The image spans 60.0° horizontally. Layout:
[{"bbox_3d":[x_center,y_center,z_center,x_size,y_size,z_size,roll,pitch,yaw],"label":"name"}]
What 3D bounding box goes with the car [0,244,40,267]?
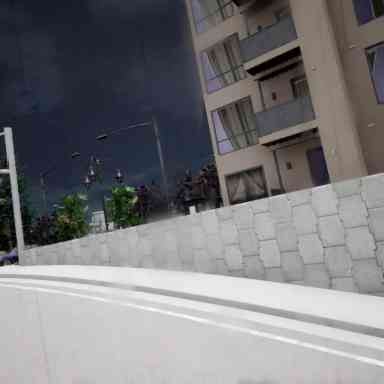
[{"bbox_3d":[-15.511,5.655,29.606,2.097,1.767,4.553,-15,-9,35],"label":"car"}]
